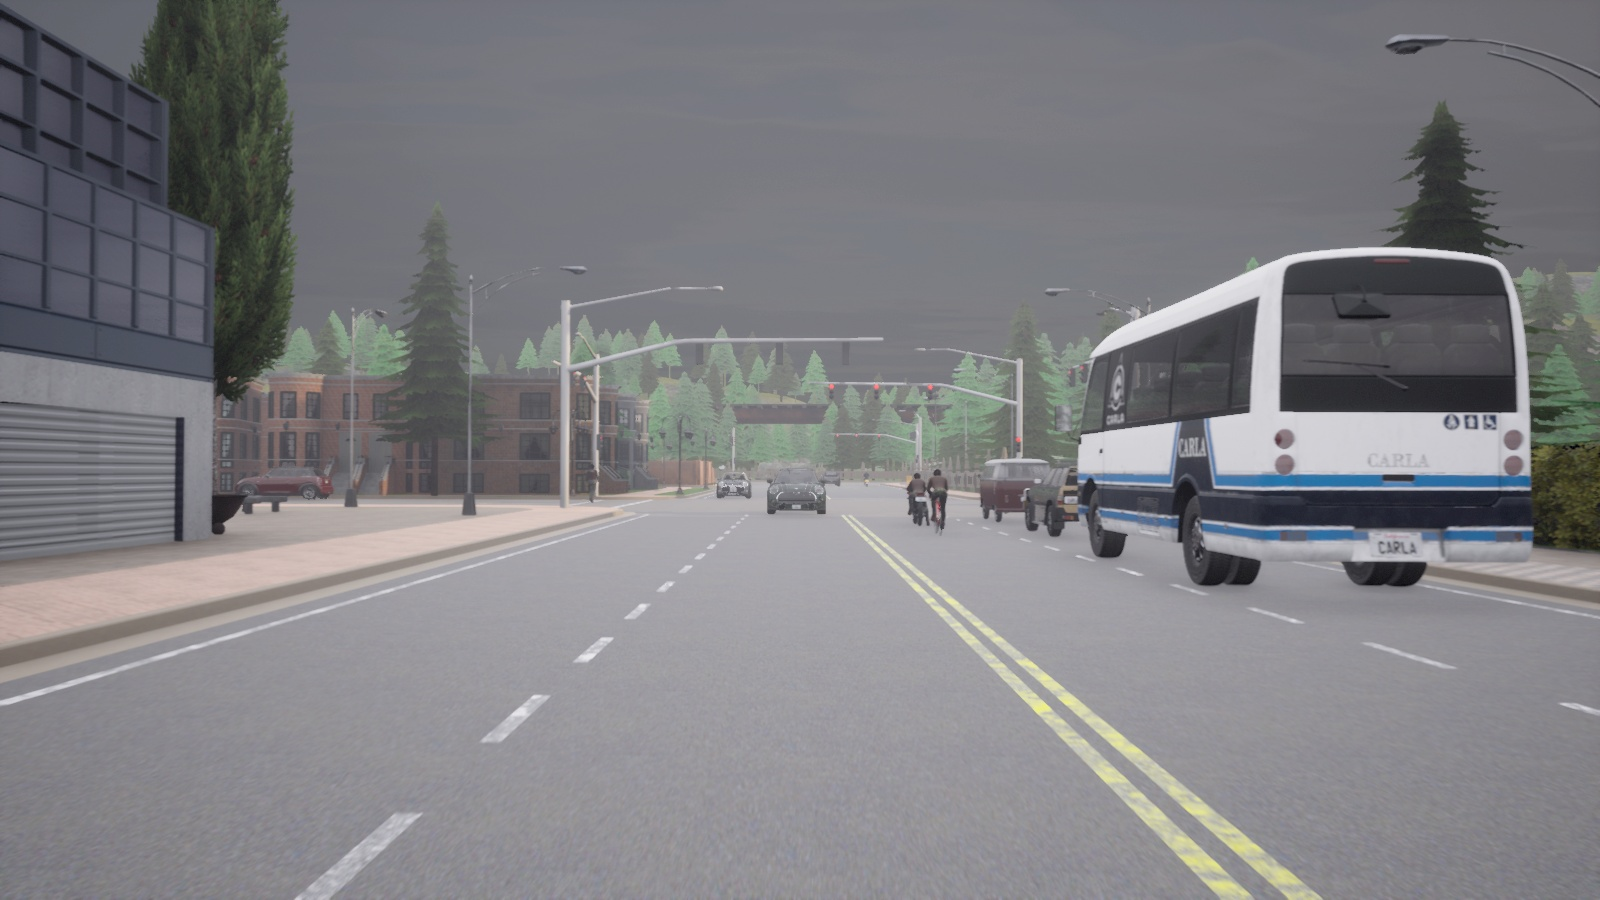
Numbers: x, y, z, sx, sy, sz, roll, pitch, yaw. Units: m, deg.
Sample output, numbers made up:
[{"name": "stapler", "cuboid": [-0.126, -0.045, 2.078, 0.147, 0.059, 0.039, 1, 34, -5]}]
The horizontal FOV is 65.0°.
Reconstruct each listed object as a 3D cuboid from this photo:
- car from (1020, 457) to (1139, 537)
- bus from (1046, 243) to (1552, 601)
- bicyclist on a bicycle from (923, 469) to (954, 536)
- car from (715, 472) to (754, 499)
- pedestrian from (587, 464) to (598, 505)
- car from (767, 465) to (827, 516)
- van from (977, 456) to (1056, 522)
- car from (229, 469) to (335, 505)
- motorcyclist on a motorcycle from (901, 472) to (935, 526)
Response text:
[{"name": "car", "cuboid": [6.923, 1.132, 31.583, 1.932, 1.855, 4.605, 0, -1, 0]}, {"name": "bus", "cuboid": [6.946, -0.253, 20.090, 3.944, 4.253, 10.273, 0, -1, 0]}, {"name": "bicyclist on a bicycle", "cuboid": [3.424, 1.275, 31.188, 0.582, 1.620, 1.656, 0, -1, 0]}, {"name": "car", "cuboid": [-3.672, 1.981, 70.890, 1.970, 1.475, 3.806, 0, -1, 0]}, {"name": "pedestrian", "cuboid": [-9.891, 1.647, 59.979, 0.402, 1.930, 0.666, 0, -1, 2]}, {"name": "car", "cuboid": [-0.113, 1.445, 46.061, 2.097, 1.767, 4.553, 0, -1, 0]}, {"name": "van", "cuboid": [6.900, 1.217, 40.476, 1.775, 1.987, 4.442, 0, -1, 0]}, {"name": "car", "cuboid": [-26.239, 1.845, 63.714, 4.553, 1.767, 2.097, 0, -1, -2]}, {"name": "motorcyclist on a motorcycle", "cuboid": [3.411, 1.394, 36.463, 0.797, 1.523, 2.044, 0, -1, 0]}]
